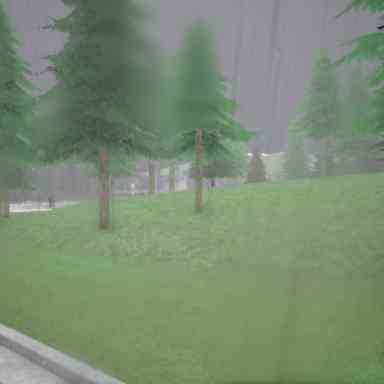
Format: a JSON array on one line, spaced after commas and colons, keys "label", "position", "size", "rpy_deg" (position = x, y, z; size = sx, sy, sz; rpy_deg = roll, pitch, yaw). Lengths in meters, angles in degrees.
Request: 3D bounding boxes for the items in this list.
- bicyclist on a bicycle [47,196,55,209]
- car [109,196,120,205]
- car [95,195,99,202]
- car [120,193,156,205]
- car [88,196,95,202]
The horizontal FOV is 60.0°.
[{"label": "bicyclist on a bicycle", "position": [-17.058, 1.288, 40.217], "size": [1.656, 1.620, 0.582], "rpy_deg": [0, 0, 35]}, {"label": "car", "position": [-12.232, 1.495, 60.281], "size": [2.128, 1.511, 4.902], "rpy_deg": [0, 0, 35]}, {"label": "car", "position": [-15.098, 1.485, 62.290], "size": [1.882, 1.535, 5.008], "rpy_deg": [0, 0, 35]}, {"label": "car", "position": [-9.349, 1.257, 58.297], "size": [2.150, 2.045, 5.566], "rpy_deg": [0, 0, 35]}, {"label": "car", "position": [-20.799, 1.519, 74.193], "size": [2.128, 1.511, 4.902], "rpy_deg": [0, 0, 35]}]
